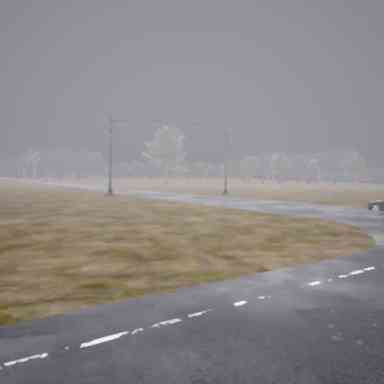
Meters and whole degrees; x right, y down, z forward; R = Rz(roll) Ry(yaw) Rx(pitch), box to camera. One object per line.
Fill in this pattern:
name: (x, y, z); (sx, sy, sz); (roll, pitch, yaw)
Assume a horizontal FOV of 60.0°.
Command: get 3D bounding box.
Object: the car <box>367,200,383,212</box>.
car: (16.689, 1.012, 26.635); (1.837, 1.490, 4.892); (0, 2, -34)
